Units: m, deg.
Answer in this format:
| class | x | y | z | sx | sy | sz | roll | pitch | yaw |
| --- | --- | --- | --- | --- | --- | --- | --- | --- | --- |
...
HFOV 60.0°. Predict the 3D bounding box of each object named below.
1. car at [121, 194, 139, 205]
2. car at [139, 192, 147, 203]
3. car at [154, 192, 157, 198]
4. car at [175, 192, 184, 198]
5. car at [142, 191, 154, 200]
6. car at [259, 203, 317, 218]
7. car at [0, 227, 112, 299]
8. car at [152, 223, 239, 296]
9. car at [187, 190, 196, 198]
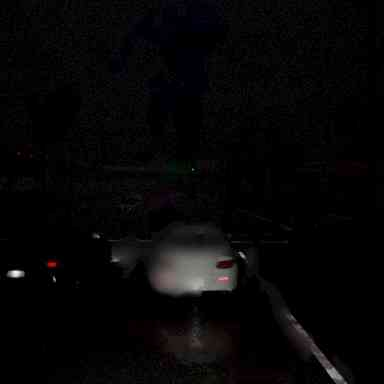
| class | x | y | z | sx | sy | sz | roll | pitch | yaw |
| --- | --- | --- | --- | --- | --- | --- | --- | --- | --- |
| car | -10.611 | 1.431 | 55.691 | 1.994 | 1.385 | 4.181 | 0 | 1 | 0 |
| car | -10.569 | 1.237 | 64.758 | 1.882 | 1.535 | 5.008 | 0 | 1 | 1 |
| car | -10.538 | 0.820 | 90.209 | 2.033 | 1.411 | 5.357 | 0 | 1 | 0 |
| car | -3.536 | 0.884 | 87.181 | 1.812 | 1.442 | 4.674 | 0 | 1 | 0 |
| car | -10.531 | 0.823 | 75.202 | 2.150 | 2.045 | 5.566 | 0 | 1 | 0 |
| car | 8.420 | 1.601 | 29.318 | 4.718 | 1.301 | 1.895 | 0 | 0 | 1 |
| car | -3.421 | 1.564 | 8.484 | 1.994 | 1.385 | 4.181 | 0 | 0 | 0 |
| car | 0.078 | 1.526 | 8.498 | 1.812 | 1.442 | 4.674 | 0 | 0 | 0 |
| car | -0.036 | 0.600 | 86.440 | 2.150 | 2.045 | 5.566 | 0 | 1 | 0 |
